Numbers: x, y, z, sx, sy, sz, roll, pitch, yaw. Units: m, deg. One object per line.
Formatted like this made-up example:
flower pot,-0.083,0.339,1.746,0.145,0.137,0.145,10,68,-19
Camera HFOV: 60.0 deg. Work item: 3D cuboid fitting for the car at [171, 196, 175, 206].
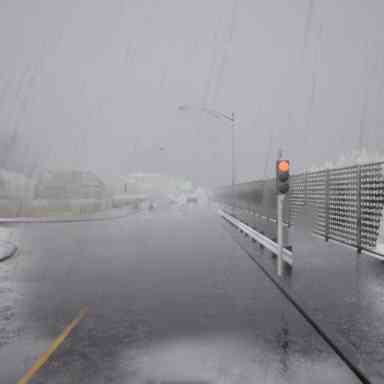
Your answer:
car,-4.120,1.553,50.594,1.994,1.385,4.181,0,0,0

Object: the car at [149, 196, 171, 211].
car,-4.119,1.482,40.657,2.128,1.511,4.902,0,0,0

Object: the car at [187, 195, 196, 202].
car,-0.042,1.523,77.410,2.033,1.411,5.357,0,0,0

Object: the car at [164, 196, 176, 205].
car,-4.097,1.464,61.469,1.882,1.535,5.008,0,0,0

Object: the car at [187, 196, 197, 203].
car,0.069,1.463,67.067,1.882,1.535,5.008,0,0,0
